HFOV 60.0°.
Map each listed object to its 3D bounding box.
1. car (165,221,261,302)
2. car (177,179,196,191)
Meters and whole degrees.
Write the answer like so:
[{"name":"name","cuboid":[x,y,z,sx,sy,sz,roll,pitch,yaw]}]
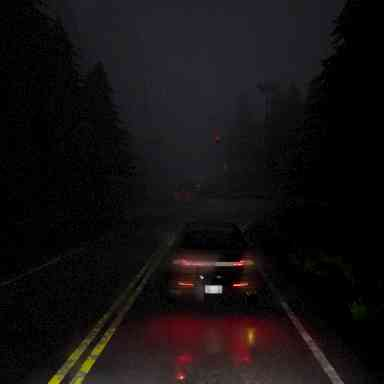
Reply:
[{"name":"car","cuboid":[0.449,1.466,8.186,2.128,1.511,4.902,0,0,2]},{"name":"car","cuboid":[-0.693,-1.069,45.237,1.812,1.442,4.674,1,9,14]}]
